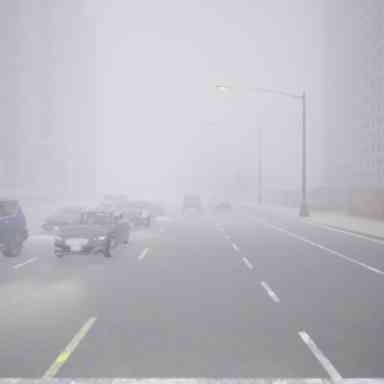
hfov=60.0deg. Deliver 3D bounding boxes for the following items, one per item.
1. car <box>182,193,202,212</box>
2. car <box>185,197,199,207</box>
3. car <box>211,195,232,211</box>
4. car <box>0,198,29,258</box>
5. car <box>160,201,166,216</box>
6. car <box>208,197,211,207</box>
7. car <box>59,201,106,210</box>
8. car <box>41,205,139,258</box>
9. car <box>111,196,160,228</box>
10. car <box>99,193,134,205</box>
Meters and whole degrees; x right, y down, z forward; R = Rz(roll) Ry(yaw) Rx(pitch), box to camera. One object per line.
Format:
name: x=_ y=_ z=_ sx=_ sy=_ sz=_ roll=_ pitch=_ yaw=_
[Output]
car: x=0.002 y=1.175 z=39.054 sx=2.150 sy=2.045 sz=5.566 roll=0 pitch=0 yaw=0
car: x=0.007 y=1.504 z=50.162 sx=1.994 sy=1.385 sz=4.181 roll=0 pitch=0 yaw=0
car: x=3.599 y=1.478 z=39.966 sx=1.812 sy=1.442 sz=4.674 roll=0 pitch=0 yaw=0
car: x=-7.082 y=1.210 z=9.850 sx=2.150 sy=2.045 sz=5.566 roll=0 pitch=0 yaw=2
car: x=-3.586 y=1.526 z=31.795 sx=1.994 sy=1.385 sz=4.181 roll=0 pitch=0 yaw=0
car: x=3.508 y=1.291 z=50.160 sx=2.097 sy=1.767 sz=4.553 roll=0 pitch=0 yaw=0
car: x=-7.099 y=1.524 z=20.102 sx=2.033 sy=1.411 sz=5.357 roll=0 pitch=0 yaw=0
car: x=-3.600 y=1.476 z=12.765 sx=2.128 sy=1.511 sz=4.902 roll=0 pitch=0 yaw=0
car: x=-3.595 y=1.326 z=21.982 sx=2.097 sy=1.767 sz=4.553 roll=0 pitch=0 yaw=0
car: x=-7.087 y=1.185 z=30.625 sx=2.150 sy=2.045 sz=5.566 roll=0 pitch=0 yaw=0
